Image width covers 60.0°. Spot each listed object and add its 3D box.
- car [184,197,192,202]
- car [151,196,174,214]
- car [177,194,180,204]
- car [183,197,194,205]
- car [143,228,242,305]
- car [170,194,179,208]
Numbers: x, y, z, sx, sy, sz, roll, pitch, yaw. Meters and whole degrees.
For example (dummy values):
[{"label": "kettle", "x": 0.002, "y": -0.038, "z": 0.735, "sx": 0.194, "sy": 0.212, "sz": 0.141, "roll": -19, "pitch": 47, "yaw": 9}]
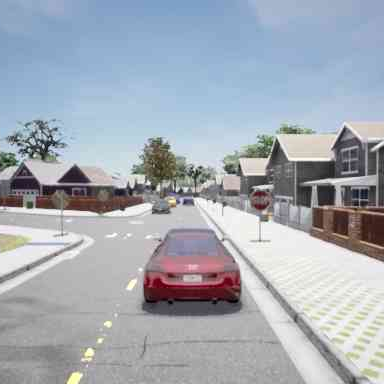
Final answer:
[{"label": "car", "x": -1.007, "y": 1.809, "z": 83.331, "sx": 1.895, "sy": 1.301, "sz": 4.718, "roll": 0, "pitch": 0, "yaw": -1}, {"label": "car", "x": -3.268, "y": 1.543, "z": 35.847, "sx": 1.837, "sy": 1.490, "sz": 4.892, "roll": 0, "pitch": 0, "yaw": -1}, {"label": "car", "x": -3.572, "y": 1.359, "z": 67.206, "sx": 2.150, "sy": 2.045, "sz": 5.566, "roll": 0, "pitch": 0, "yaw": 0}, {"label": "car", "x": -0.642, "y": 1.593, "z": 61.661, "sx": 1.882, "sy": 1.535, "sz": 5.008, "roll": 0, "pitch": 0, "yaw": -1}, {"label": "car", "x": -0.007, "y": 1.569, "z": 8.178, "sx": 1.994, "sy": 1.385, "sz": 4.181, "roll": 0, "pitch": 0, "yaw": -1}, {"label": "car", "x": -3.443, "y": 1.557, "z": 50.845, "sx": 1.882, "sy": 1.535, "sz": 5.008, "roll": 0, "pitch": 0, "yaw": 0}]
